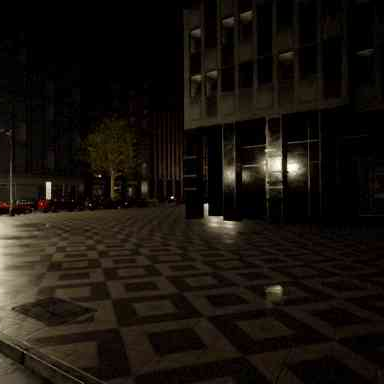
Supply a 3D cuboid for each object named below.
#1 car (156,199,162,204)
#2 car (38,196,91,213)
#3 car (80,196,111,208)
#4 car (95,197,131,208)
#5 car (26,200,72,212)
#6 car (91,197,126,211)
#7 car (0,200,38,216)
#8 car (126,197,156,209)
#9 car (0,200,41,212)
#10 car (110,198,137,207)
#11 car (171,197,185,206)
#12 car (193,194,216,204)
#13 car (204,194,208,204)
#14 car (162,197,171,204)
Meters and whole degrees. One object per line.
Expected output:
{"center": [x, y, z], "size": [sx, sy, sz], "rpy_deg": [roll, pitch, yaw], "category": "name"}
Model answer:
{"center": [-7.946, 1.547, 58.426], "size": [1.752, 1.417, 4.829], "rpy_deg": [-1, 0, 35], "category": "car"}
{"center": [-13.703, 1.292, 35.171], "size": [2.192, 1.841, 5.009], "rpy_deg": [-1, 0, 35], "category": "car"}
{"center": [-14.278, 1.487, 49.298], "size": [1.967, 1.590, 4.097], "rpy_deg": [-1, 0, 35], "category": "car"}
{"center": [-11.457, 1.503, 48.510], "size": [2.128, 1.511, 4.902], "rpy_deg": [-1, 0, 35], "category": "car"}
{"center": [-17.211, 1.641, 40.238], "size": [1.895, 1.301, 4.718], "rpy_deg": [-1, 0, 35], "category": "car"}
{"center": [-10.487, 1.527, 39.803], "size": [1.947, 1.339, 4.313], "rpy_deg": [-1, 0, 35], "category": "car"}
{"center": [-16.914, 1.578, 30.536], "size": [1.802, 1.307, 4.206], "rpy_deg": [-1, 0, 35], "category": "car"}
{"center": [-7.274, 1.511, 44.435], "size": [1.947, 1.339, 4.313], "rpy_deg": [-1, 0, 35], "category": "car"}
{"center": [-20.703, 1.645, 40.030], "size": [1.947, 1.339, 4.313], "rpy_deg": [-1, 0, 35], "category": "car"}
{"center": [-11.062, 1.616, 53.932], "size": [1.802, 1.307, 4.206], "rpy_deg": [-1, 0, 35], "category": "car"}
{"center": [-0.848, 1.465, 53.703], "size": [1.887, 1.381, 4.507], "rpy_deg": [-1, 0, 35], "category": "car"}
{"center": [2.450, 1.286, 62.985], "size": [2.097, 1.767, 4.553], "rpy_deg": [-1, 0, 35], "category": "car"}
{"center": [2.364, 1.225, 58.338], "size": [2.192, 1.841, 5.009], "rpy_deg": [-1, 0, 35], "category": "car"}
{"center": [-4.634, 1.577, 63.201], "size": [1.947, 1.339, 4.313], "rpy_deg": [-1, 0, 35], "category": "car"}
